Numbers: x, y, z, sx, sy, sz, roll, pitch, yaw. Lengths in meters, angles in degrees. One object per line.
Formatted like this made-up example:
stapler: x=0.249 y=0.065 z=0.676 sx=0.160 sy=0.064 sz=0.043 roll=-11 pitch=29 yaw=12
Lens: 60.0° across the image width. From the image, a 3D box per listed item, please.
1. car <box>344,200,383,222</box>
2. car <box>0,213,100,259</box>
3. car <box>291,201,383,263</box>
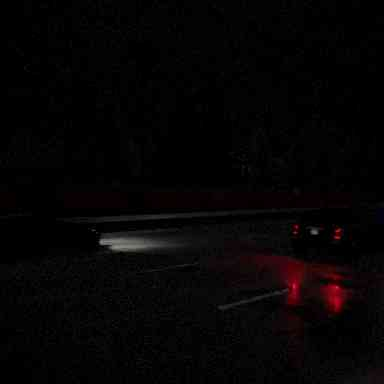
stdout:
car: x=14.755 y=1.478 z=27.403 sx=5.008 sy=1.535 sz=1.882 roll=0 pitch=0 yaw=-36
car: x=-5.864 y=1.526 z=12.472 sx=4.674 sy=1.442 sz=1.812 roll=0 pitch=0 yaw=-36
car: x=5.767 y=1.353 z=12.239 sx=4.553 sy=1.767 sz=2.097 roll=0 pitch=0 yaw=-36
